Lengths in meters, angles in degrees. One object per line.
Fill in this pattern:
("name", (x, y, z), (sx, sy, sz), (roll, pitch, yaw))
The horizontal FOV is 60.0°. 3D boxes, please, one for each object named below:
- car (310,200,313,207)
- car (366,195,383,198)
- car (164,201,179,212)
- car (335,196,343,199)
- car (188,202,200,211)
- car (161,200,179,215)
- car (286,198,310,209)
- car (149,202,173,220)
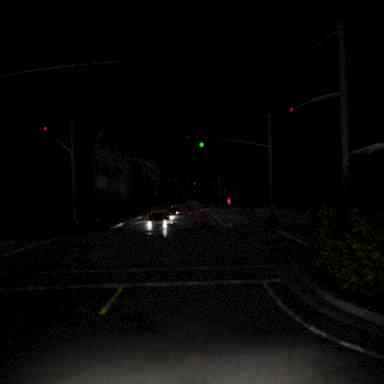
("car", (19.266, 1.822, 57.229), (1.970, 1.475, 3.806), (-2, -1, 0))
("car", (19.214, 1.203, 32.308), (1.905, 1.878, 3.866), (-2, -1, 0))
("car", (-3.355, 2.406, 55.807), (2.097, 1.767, 4.553), (-2, -1, 1))
("car", (25.679, 1.556, 57.547), (2.152, 1.636, 5.027), (-2, -1, 0))
("car", (0.307, 2.484, 56.597), (1.812, 1.442, 4.674), (-2, -1, 0))
("car", (-3.438, 2.093, 45.920), (2.150, 2.045, 5.566), (-2, -1, 0))
("car", (15.596, 1.867, 50.183), (2.007, 1.523, 4.514), (-2, -1, 0))
("car", (-3.480, 2.165, 35.986), (1.882, 1.535, 5.008), (-2, -1, 0))
